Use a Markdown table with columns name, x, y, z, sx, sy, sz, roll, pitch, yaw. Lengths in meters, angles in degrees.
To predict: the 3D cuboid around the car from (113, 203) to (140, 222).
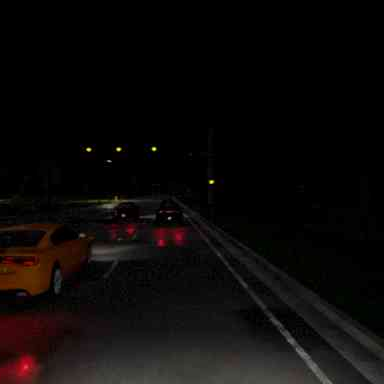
| name | x | y | z | sx | sy | sz | roll | pitch | yaw |
| --- | --- | --- | --- | --- | --- | --- | --- | --- | --- |
| car | -5.434 | 1.616 | 27.745 | 1.812 | 1.442 | 4.674 | -1 | 0 | -4 |

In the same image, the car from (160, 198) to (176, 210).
| name | x | y | z | sx | sy | sz | roll | pitch | yaw |
| --- | --- | --- | --- | --- | --- | --- | --- | --- | --- |
| car | -3.262 | 1.613 | 45.217 | 1.994 | 1.385 | 4.181 | -1 | 0 | -4 |

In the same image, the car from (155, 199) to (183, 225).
| name | x | y | z | sx | sy | sz | roll | pitch | yaw |
| --- | --- | --- | --- | --- | --- | --- | --- | --- | --- |
| car | -1.665 | 1.517 | 24.266 | 2.128 | 1.511 | 4.902 | -1 | 0 | -4 |

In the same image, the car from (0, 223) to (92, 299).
| name | x | y | z | sx | sy | sz | roll | pitch | yaw |
| --- | --- | --- | --- | --- | --- | --- | --- | --- | --- |
| car | -3.968 | 1.546 | 8.611 | 1.882 | 1.535 | 5.008 | -1 | -1 | -4 |
